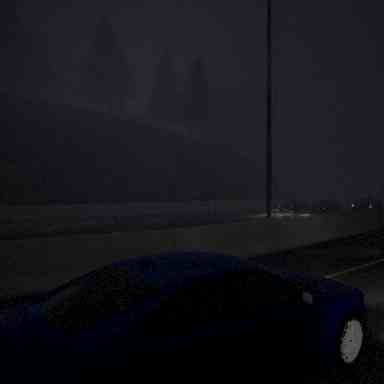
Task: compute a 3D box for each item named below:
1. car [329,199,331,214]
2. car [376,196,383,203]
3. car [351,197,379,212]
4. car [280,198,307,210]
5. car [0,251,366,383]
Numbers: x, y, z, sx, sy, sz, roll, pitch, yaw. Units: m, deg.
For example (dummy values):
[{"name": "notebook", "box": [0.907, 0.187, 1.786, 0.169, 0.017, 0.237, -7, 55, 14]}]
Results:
[{"name": "car", "box": [14.517, 1.545, 35.719, 1.837, 1.490, 4.892, 0, 0, 43]}, {"name": "car", "box": [39.573, 1.573, 69.158, 2.033, 1.411, 5.357, 0, 0, 33]}, {"name": "car", "box": [18.127, 1.388, 34.481, 2.097, 1.767, 4.553, 0, 0, 43]}, {"name": "car", "box": [13.980, 1.579, 45.569, 1.812, 1.442, 4.674, 0, 0, 41]}, {"name": "car", "box": [0.190, 1.483, 4.020, 5.008, 1.535, 1.882, 0, 0, -36]}]
